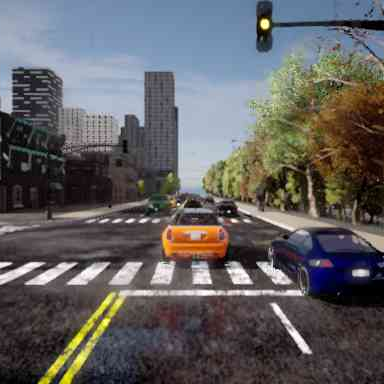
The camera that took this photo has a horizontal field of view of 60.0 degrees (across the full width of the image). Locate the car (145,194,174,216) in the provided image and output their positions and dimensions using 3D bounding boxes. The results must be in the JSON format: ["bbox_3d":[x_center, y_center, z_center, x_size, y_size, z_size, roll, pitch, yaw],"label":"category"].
[{"bbox_3d":[-3.311,1.262,33.610,2.150,2.045,5.566,0,0,0],"label":"car"}]

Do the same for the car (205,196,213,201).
[{"bbox_3d":[3.308,1.581,64.042,1.837,1.490,4.892,0,0,0],"label":"car"}]

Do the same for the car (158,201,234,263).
[{"bbox_3d":[0.110,1.368,12.117,2.097,1.767,4.553,0,0,0],"label":"car"}]

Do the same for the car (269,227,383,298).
[{"bbox_3d":[3.355,1.576,8.609,1.994,1.385,4.181,0,0,0],"label":"car"}]

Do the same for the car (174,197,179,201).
[{"bbox_3d":[-3.282,1.535,47.711,1.882,1.535,5.008,0,0,0],"label":"car"}]

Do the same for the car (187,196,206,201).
[{"bbox_3d":[0.132,1.521,34.851,1.882,1.535,5.008,0,0,0],"label":"car"}]

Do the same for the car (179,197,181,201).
[{"bbox_3d":[-3.186,1.627,66.775,2.033,1.411,5.357,0,0,0],"label":"car"}]

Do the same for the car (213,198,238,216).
[{"bbox_3d":[3.381,1.546,32.753,1.837,1.490,4.892,0,0,0],"label":"car"}]
